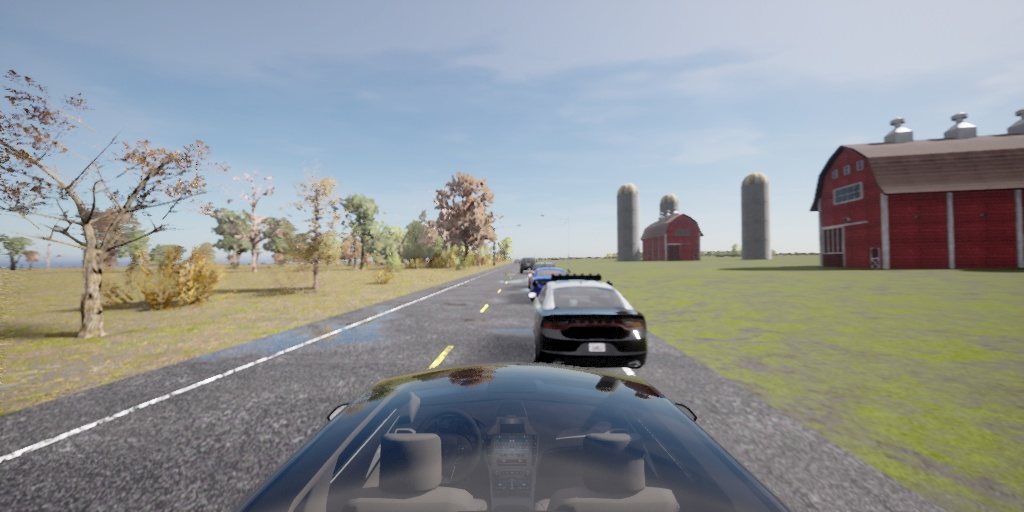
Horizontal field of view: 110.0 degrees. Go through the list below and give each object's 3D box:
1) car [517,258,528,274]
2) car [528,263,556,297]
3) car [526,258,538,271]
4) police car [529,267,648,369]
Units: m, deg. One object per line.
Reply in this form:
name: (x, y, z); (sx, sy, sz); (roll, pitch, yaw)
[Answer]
car: (2.160, 1.243, 46.871); (2.150, 2.045, 5.566); (0, 0, 3)
car: (1.868, 1.324, 17.949); (1.882, 1.535, 5.008); (0, 0, 3)
car: (2.138, 1.233, 23.914); (2.097, 1.767, 4.553); (0, 0, 3)
police car: (1.418, 1.210, 8.069); (1.930, 1.638, 5.238); (0, 0, 3)
